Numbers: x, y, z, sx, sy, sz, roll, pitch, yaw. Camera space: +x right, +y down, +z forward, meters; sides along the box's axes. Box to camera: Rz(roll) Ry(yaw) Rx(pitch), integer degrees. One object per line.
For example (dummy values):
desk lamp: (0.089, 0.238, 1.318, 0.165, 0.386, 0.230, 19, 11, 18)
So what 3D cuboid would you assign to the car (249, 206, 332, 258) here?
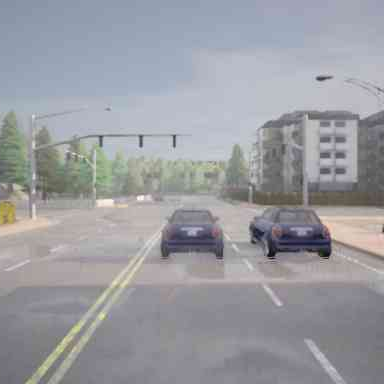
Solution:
car: (3.526, 1.326, 12.739, 2.097, 1.767, 4.553, 0, 0, 1)

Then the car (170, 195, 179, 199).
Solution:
car: (-3.594, 1.383, 70.250, 1.812, 1.442, 4.674, 0, 0, 0)

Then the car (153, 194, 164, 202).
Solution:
car: (-7.094, 1.213, 70.270, 2.097, 1.767, 4.553, 0, 0, 0)

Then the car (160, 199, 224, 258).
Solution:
car: (0.026, 1.326, 12.735, 2.097, 1.767, 4.553, 0, 0, 1)
